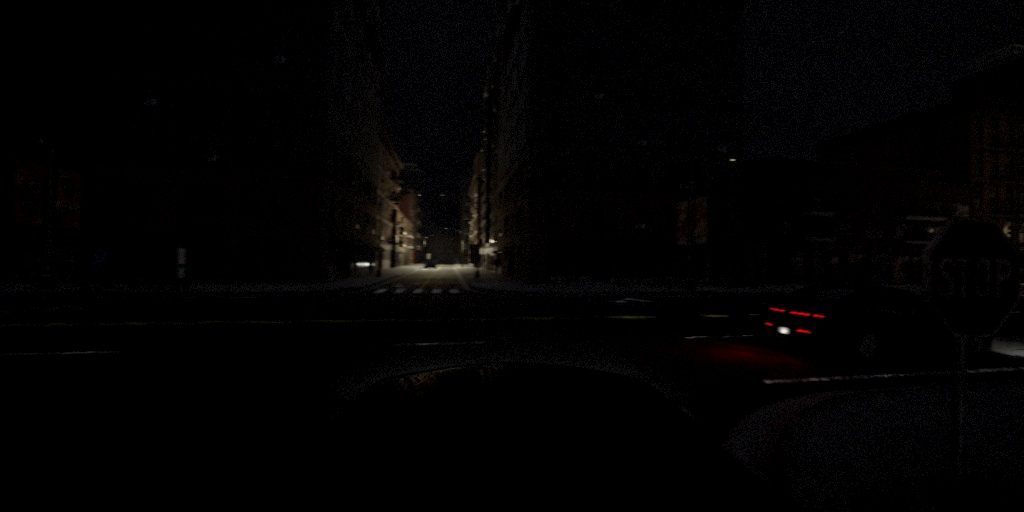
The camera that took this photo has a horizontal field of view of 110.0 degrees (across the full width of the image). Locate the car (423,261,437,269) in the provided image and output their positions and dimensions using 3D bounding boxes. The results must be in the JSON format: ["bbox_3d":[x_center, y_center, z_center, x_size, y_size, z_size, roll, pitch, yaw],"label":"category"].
[{"bbox_3d":[-14.172,1.515,62.364,1.812,1.442,4.674,1,0,-10],"label":"car"}]

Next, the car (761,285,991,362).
[{"bbox_3d":[8.421,1.447,8.400,4.892,1.490,1.837,1,0,-10],"label":"car"}]
